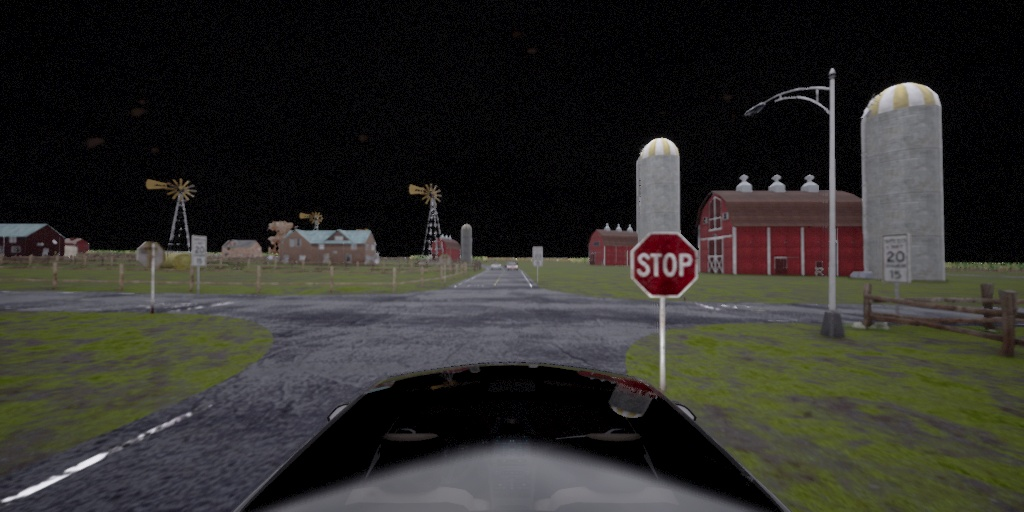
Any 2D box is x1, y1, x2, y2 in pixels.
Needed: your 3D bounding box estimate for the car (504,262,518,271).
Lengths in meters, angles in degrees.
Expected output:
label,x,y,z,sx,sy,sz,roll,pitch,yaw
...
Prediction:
label,x,y,z,sx,sy,sz,roll,pitch,yaw
car,0.033,1.854,61.005,1.895,1.301,4.718,0,0,-2
